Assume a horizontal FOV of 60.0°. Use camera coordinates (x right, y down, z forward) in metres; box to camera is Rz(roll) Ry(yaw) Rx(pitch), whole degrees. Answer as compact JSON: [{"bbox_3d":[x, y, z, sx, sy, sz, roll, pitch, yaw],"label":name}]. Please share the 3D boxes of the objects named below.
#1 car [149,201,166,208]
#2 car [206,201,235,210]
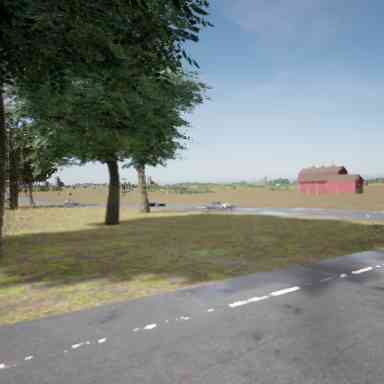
[{"bbox_3d":[-6.976,2.435,65.084,1.895,1.301,4.718,-3,1,-38],"label":"car"},{"bbox_3d":[4.284,2.046,50.311,1.895,1.301,4.718,-3,1,-37],"label":"car"}]
